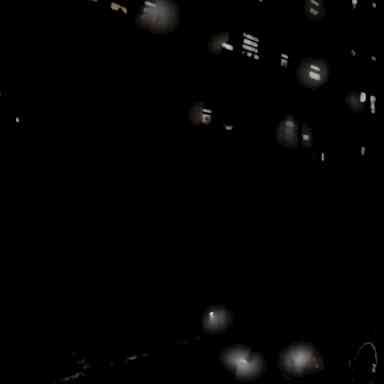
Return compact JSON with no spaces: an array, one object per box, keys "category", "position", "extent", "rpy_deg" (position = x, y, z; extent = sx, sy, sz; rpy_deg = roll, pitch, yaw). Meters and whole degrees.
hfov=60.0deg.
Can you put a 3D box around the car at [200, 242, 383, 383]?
[{"category":"car","position":[2.738,1.581,5.343],"extent":[5.357,1.411,2.033],"rpy_deg":[0,0,-36]}]
